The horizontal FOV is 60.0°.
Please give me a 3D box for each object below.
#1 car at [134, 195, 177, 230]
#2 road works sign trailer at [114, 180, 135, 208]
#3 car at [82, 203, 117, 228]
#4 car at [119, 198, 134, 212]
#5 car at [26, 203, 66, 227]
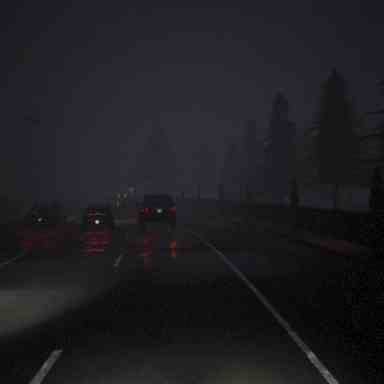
[{"bbox_3d":[-2.364,1.191,21.409,2.150,2.045,5.566,0,-1,-11],"label":"car"},{"bbox_3d":[-8.504,0.263,42.432,2.380,3.560,2.880,0,-2,-29],"label":"road works sign trailer"},{"bbox_3d":[-6.069,1.487,21.838,1.837,1.490,4.892,0,0,-12],"label":"car"},{"bbox_3d":[-7.366,1.388,38.499,1.882,1.535,5.008,1,3,-17],"label":"car"},{"bbox_3d":[-9.860,1.481,22.724,2.128,1.511,4.902,0,0,-13],"label":"car"}]
